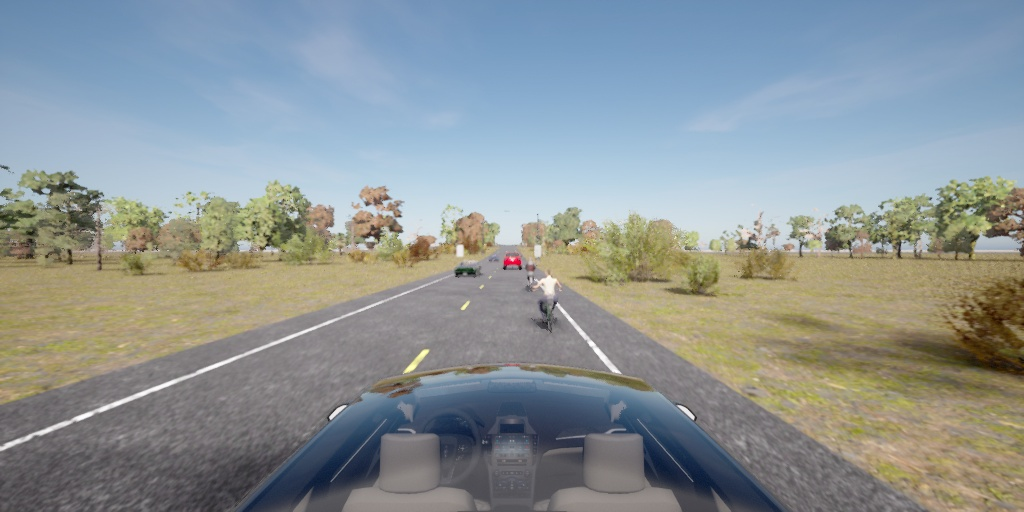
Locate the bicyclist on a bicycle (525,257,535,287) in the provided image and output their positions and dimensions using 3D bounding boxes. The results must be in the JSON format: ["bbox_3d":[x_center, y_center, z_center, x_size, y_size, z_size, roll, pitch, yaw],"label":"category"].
[{"bbox_3d":[0.957,0.940,18.605,0.659,1.776,1.843,0,1,0],"label":"bicyclist on a bicycle"}]

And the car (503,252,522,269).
[{"bbox_3d":[0.063,0.523,43.777,2.150,2.045,5.566,0,1,0],"label":"car"}]

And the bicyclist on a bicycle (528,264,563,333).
[{"bbox_3d":[0.952,1.104,9.420,0.866,1.612,1.509,0,1,0],"label":"bicyclist on a bicycle"}]

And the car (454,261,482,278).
[{"bbox_3d":[-3.600,1.052,29.696,1.895,1.301,4.718,0,1,0],"label":"car"}]
